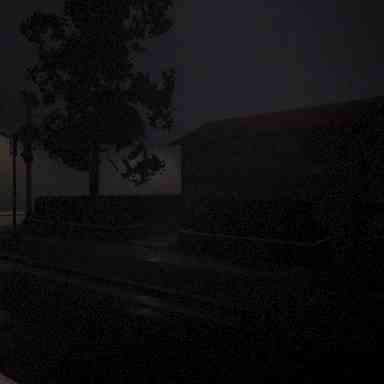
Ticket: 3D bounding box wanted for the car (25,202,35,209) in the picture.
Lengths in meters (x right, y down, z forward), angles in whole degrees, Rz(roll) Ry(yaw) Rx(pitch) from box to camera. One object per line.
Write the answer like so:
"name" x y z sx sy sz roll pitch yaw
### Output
"car" -19.444 1.524 43.811 1.812 1.442 4.674 0 0 36
